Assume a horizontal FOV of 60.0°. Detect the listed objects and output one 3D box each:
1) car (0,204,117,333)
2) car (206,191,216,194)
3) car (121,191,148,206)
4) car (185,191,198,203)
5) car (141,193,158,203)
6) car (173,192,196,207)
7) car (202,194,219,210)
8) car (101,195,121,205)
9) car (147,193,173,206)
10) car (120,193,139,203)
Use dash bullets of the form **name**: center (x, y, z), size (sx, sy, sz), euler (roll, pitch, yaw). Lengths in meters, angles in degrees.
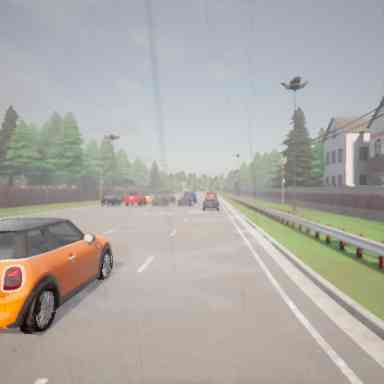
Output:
- **car**: center (-3.235, 1.306, 6.912), size (2.097, 1.767, 4.553), euler (0, 0, 3)
- **car**: center (3.448, 0.869, 59.521), size (2.150, 2.045, 5.566), euler (0, 0, 4)
- **car**: center (-7.918, 0.931, 47.149), size (2.150, 2.045, 5.566), euler (0, 0, 3)
- **car**: center (-0.302, 0.882, 57.128), size (2.150, 2.045, 5.566), euler (0, 0, 3)
- **car**: center (-7.293, 1.001, 57.491), size (2.097, 1.767, 4.553), euler (0, 0, 3)
- **car**: center (-0.932, 1.213, 46.699), size (2.128, 1.511, 4.902), euler (0, 0, 3)
- **car**: center (2.173, 1.266, 38.402), size (2.128, 1.511, 4.902), euler (0, 0, 3)
- **car**: center (-11.413, 1.181, 47.331), size (1.882, 1.535, 5.008), euler (0, 0, 3)
- **car**: center (-4.426, 1.207, 46.910), size (2.128, 1.511, 4.902), euler (0, 0, 3)
- **car**: center (-10.787, 0.995, 57.702), size (2.097, 1.767, 4.553), euler (0, 0, 3)
